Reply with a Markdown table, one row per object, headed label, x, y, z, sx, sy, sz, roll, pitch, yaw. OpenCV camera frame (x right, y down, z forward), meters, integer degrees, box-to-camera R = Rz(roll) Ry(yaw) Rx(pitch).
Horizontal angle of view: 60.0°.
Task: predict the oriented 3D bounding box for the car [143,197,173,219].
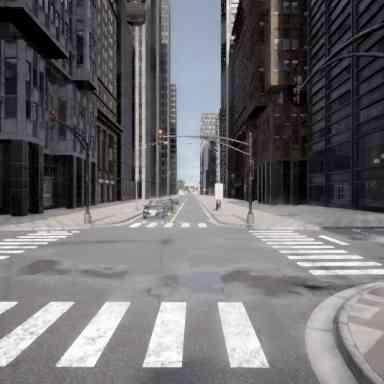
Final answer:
| label | x | y | z | sx | sy | sz | roll | pitch | yaw |
| --- | --- | --- | --- | --- | --- | --- | --- | --- | --- |
| car | -3.169 | 1.501 | 29.425 | 2.128 | 1.511 | 4.902 | 0 | 0 | 0 |

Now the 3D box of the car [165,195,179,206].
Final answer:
| label | x | y | z | sx | sy | sz | roll | pitch | yaw |
| --- | --- | --- | --- | --- | --- | --- | --- | --- | --- |
| car | -3.204 | 1.589 | 55.599 | 1.994 | 1.385 | 4.181 | 0 | 0 | 0 |

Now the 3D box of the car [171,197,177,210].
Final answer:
| label | x | y | z | sx | sy | sz | roll | pitch | yaw |
| --- | --- | --- | --- | --- | --- | --- | --- | --- | --- |
| car | -3.196 | 1.579 | 39.491 | 1.994 | 1.385 | 4.181 | 0 | 0 | -1 |
